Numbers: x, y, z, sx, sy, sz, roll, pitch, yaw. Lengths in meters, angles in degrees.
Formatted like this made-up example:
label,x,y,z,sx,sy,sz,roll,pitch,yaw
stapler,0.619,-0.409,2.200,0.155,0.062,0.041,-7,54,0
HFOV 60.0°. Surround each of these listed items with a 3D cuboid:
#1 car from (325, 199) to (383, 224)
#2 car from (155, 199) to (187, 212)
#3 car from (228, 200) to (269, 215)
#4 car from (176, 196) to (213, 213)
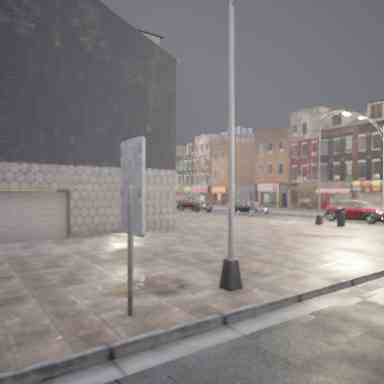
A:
label,x,y,z,sx,sy,sz,roll,pitch,yaw
car,12.431,1.372,24.894,2.097,1.767,4.553,0,0,-36
car,-2.768,1.622,41.916,1.752,1.417,4.829,0,0,-35
car,5.760,1.553,34.268,2.128,1.511,4.902,0,0,-35
car,0.271,1.392,37.621,2.192,1.841,5.009,0,0,-35
